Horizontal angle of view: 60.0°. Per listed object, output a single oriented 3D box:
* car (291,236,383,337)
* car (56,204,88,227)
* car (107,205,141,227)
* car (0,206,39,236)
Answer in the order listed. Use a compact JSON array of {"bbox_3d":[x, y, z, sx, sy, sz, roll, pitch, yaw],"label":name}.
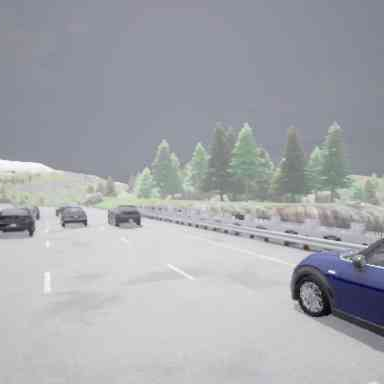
[{"bbox_3d":[3.624,1.354,5.072,2.097,1.767,4.553,0,0,-23],"label":"car"},{"bbox_3d":[-9.341,1.874,26.119,2.033,1.411,5.357,0,-1,-24],"label":"car"},{"bbox_3d":[-5.239,1.778,25.462,1.837,1.490,4.892,0,-1,-23],"label":"car"},{"bbox_3d":[-10.503,1.717,20.015,1.882,1.535,5.008,0,-2,-23],"label":"car"}]
